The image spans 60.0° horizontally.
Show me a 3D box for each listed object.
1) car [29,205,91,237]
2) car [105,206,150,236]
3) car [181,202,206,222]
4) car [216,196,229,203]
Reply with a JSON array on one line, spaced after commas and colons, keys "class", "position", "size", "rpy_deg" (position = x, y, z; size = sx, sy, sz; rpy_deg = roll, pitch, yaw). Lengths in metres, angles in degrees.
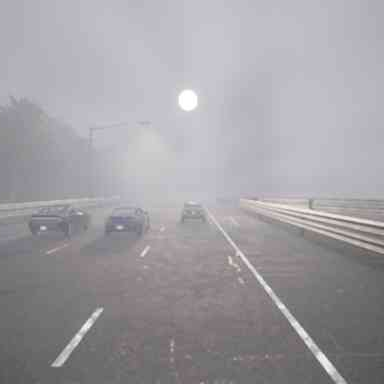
[{"class": "car", "position": [-6.904, 1.455, 17.873], "size": [2.128, 1.511, 4.902], "rpy_deg": [0, 0, 0]}, {"class": "car", "position": [-3.415, 1.489, 18.035], "size": [1.812, 1.442, 4.674], "rpy_deg": [0, 0, 0]}, {"class": "car", "position": [0.100, 1.488, 25.545], "size": [2.033, 1.411, 5.357], "rpy_deg": [0, 0, 0]}, {"class": "car", "position": [5.976, 1.405, 65.866], "size": [1.994, 1.385, 4.181], "rpy_deg": [0, 0, -8]}]
